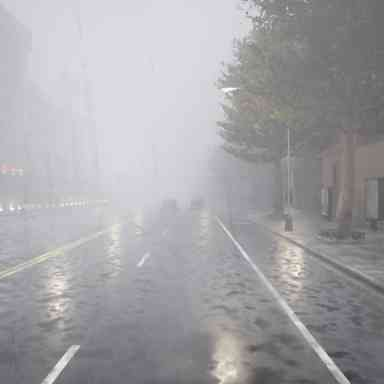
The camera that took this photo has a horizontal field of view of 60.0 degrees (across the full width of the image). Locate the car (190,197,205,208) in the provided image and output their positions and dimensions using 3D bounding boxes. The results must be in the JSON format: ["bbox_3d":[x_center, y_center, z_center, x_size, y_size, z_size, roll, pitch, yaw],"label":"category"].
[{"bbox_3d":[0.740,1.505,47.427,1.837,1.490,4.892,0,0,1],"label":"car"}]

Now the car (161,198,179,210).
[{"bbox_3d":[-2.832,1.505,41.981,1.837,1.490,4.892,0,0,1],"label":"car"}]
